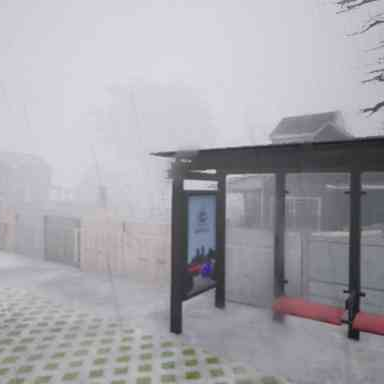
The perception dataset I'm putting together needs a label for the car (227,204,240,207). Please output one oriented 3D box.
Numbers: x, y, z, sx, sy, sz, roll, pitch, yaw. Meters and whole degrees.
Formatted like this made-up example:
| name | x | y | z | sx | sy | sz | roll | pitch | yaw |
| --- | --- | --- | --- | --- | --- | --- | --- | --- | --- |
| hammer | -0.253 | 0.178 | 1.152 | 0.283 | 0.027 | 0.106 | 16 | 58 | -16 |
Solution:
| name | x | y | z | sx | sy | sz | roll | pitch | yaw |
| --- | --- | --- | --- | --- | --- | --- | --- | --- | --- |
| car | 6.580 | 2.640 | 52.277 | 1.994 | 1.385 | 4.181 | 1 | -1 | 36 |
